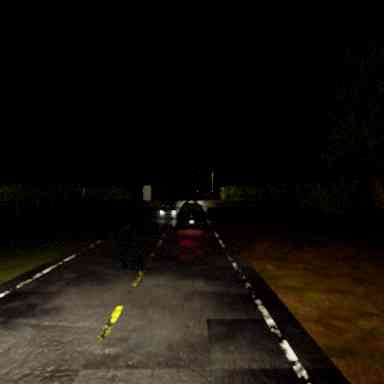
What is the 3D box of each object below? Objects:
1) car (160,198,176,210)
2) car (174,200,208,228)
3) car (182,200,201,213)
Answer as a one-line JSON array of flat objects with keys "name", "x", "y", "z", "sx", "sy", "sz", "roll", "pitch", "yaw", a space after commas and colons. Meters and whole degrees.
[{"name": "car", "x": -2.951, "y": 1.591, "z": 43.123, "sx": 1.837, "sy": 1.490, "sz": 4.892, "roll": 0, "pitch": 0, "yaw": 0}, {"name": "car", "x": -0.014, "y": 1.517, "z": 22.206, "sx": 1.837, "sy": 1.490, "sz": 4.892, "roll": 0, "pitch": 0, "yaw": 0}, {"name": "car", "x": -0.077, "y": 1.583, "z": 37.453, "sx": 1.994, "sy": 1.385, "sz": 4.181, "roll": 0, "pitch": 0, "yaw": 0}]
